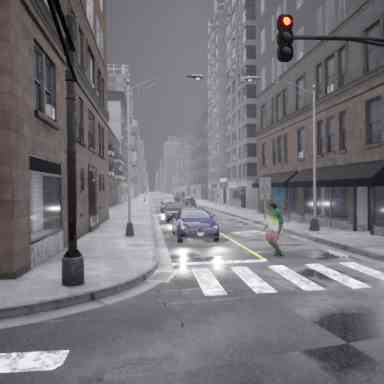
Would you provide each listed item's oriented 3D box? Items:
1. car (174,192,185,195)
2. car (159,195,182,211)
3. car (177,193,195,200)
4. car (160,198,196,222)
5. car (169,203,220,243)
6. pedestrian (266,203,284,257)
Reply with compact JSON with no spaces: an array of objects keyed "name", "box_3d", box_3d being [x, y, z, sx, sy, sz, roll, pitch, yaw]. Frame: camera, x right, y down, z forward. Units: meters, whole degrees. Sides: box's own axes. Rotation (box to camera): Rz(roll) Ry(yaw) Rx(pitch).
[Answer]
[{"name":"car","box_3d":[-2.234,0.996,58.931,2.150,2.045,5.566,-1,0,-7]},{"name":"car","box_3d":[-2.446,1.419,35.639,1.812,1.442,4.674,-1,0,-7]},{"name":"car","box_3d":[-0.607,1.325,46.330,1.837,1.490,4.892,-1,0,-8]},{"name":"car","box_3d":[-1.173,1.471,25.648,2.033,1.411,5.357,-1,0,-7]},{"name":"car","box_3d":[0.056,1.476,16.092,1.812,1.442,4.674,-1,0,-7]},{"name":"pedestrian","box_3d":[2.818,1.232,11.189,0.375,1.860,0.375,-1,1,-7]}]
